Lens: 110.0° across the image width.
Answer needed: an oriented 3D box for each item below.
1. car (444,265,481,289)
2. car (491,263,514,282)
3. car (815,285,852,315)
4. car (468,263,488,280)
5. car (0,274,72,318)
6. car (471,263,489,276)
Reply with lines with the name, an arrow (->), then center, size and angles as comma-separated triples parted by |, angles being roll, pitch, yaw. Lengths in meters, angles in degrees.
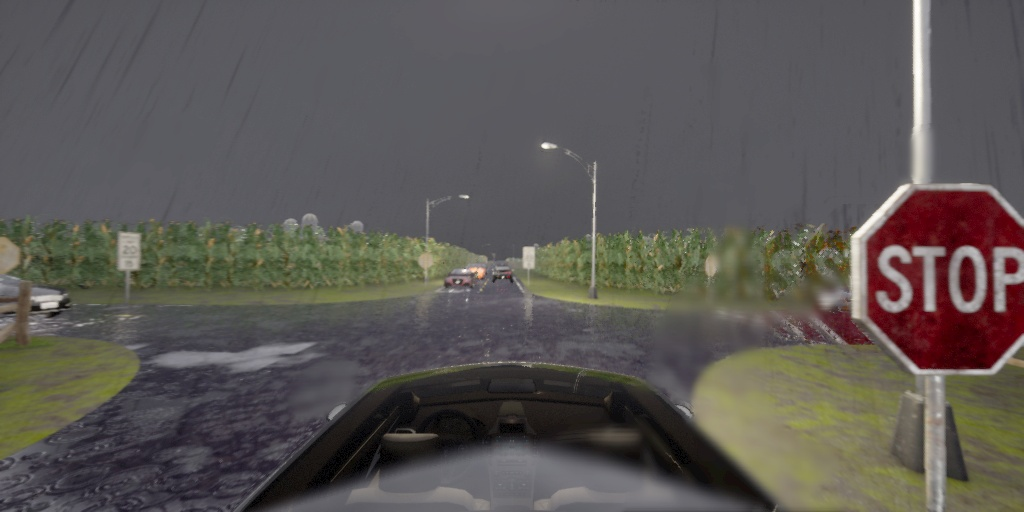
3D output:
car -> -3.631, 1.585, 25.975 | 1.994, 1.385, 4.181 | 0, -1, 0
car -> -0.867, 1.644, 33.884 | 1.837, 1.490, 4.892 | 0, -1, -2
car -> 14.455, 1.627, 13.768 | 4.902, 1.511, 2.128 | 1, -1, -1
car -> -3.909, 1.509, 37.442 | 2.097, 1.767, 4.553 | 0, -1, -2
car -> -15.840, 1.128, 10.302 | 4.902, 1.511, 2.128 | 1, -1, -2
car -> -4.213, 1.779, 48.518 | 2.128, 1.511, 4.902 | 0, -1, -1
